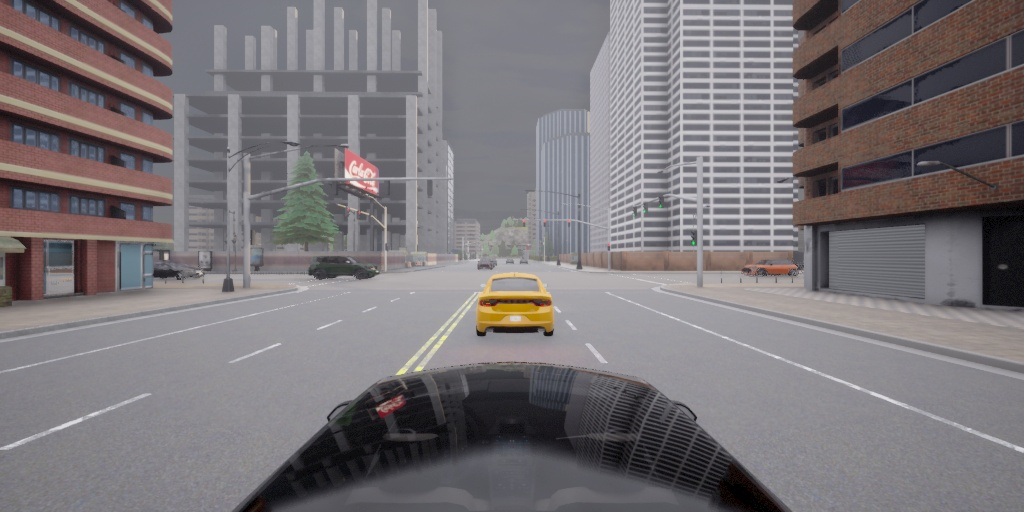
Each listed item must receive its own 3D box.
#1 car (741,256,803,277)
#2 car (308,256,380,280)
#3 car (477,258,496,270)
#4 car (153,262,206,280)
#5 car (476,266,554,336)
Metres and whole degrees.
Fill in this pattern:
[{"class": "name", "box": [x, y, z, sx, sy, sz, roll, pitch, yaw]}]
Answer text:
[{"class": "car", "box": [24.664, 1.102, 34.472, 4.553, 1.767, 2.097, 0, 0, -1]}, {"class": "car", "box": [-14.192, 0.973, 30.338, 5.566, 2.045, 2.150, 0, 0, -1]}, {"class": "car", "box": [-3.887, 1.102, 52.658, 2.097, 1.767, 4.553, 0, 0, 0]}, {"class": "car", "box": [-28.646, 1.241, 30.175, 4.902, 1.511, 2.128, 0, 0, -1]}, {"class": "car", "box": [0.061, 1.228, 10.389, 1.882, 1.535, 5.008, 0, 0, 0]}]
